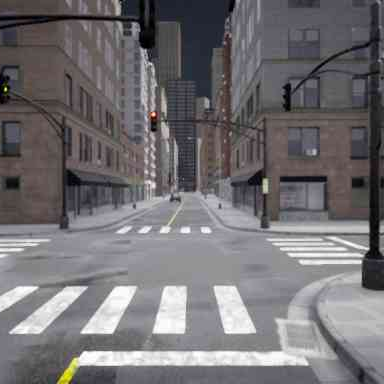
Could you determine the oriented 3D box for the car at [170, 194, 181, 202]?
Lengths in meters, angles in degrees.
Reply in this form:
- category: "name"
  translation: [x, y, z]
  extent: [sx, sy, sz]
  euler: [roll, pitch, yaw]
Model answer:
- category: "car"
  translation: [-2.987, 1.025, 60.727]
  extent: [1.882, 1.535, 5.008]
  euler: [0, 0, 0]
